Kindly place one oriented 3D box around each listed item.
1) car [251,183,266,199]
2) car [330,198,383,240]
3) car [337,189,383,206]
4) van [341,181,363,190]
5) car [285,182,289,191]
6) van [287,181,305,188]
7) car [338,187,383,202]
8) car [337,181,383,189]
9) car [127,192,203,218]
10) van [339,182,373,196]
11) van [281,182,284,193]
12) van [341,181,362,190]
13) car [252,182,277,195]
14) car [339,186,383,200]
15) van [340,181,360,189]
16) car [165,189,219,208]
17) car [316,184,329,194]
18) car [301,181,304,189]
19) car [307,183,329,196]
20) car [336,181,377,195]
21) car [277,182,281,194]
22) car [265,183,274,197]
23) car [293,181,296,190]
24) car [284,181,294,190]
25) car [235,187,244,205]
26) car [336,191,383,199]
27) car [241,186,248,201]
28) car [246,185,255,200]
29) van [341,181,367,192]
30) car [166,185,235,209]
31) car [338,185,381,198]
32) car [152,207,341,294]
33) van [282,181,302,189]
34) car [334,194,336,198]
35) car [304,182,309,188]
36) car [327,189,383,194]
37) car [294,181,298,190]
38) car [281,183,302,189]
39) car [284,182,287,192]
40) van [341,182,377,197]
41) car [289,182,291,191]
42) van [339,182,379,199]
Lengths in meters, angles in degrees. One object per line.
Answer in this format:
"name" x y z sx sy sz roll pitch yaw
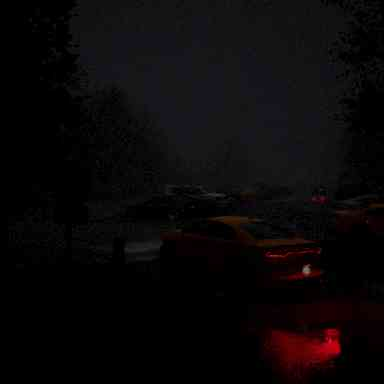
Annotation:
"car" 5.743 0.103 40.075 5.366 1.575 1.946 1 3 24
"car" 8.803 1.279 14.423 5.008 1.535 2.097 1 3 24
"car" 16.634 0.474 32.008 4.792 1.488 2.163 1 3 24
"van" 36.008 -1.476 75.016 4.442 1.987 1.878 1 2 24
"car" 13.752 -0.568 57.624 4.792 1.488 2.163 1 2 24
"van" 28.376 -2.000 90.570 4.442 1.987 1.878 1 1 24
"car" 18.995 0.237 37.152 4.792 1.488 2.163 1 3 24
"car" 15.556 0.314 29.445 5.566 2.045 2.435 1 3 24
"car" -2.084 0.983 22.176 4.792 1.488 2.163 1 3 24
"van" 24.453 -0.516 49.718 4.442 1.987 1.878 1 2 24
"van" 11.623 -0.629 52.488 4.442 1.987 1.878 1 2 24
"van" 37.086 -1.567 77.429 4.442 1.987 1.878 1 2 24
"car" 9.283 -0.335 47.462 4.553 1.767 2.185 1 3 24
"car" 20.071 0.134 39.560 4.792 1.488 2.163 1 3 24
"van" 38.057 -1.671 80.173 4.442 1.987 1.878 1 2 24
"car" -0.921 0.834 24.693 5.008 1.535 2.097 1 3 24
"car" 22.381 -0.568 56.911 1.882 1.535 5.008 1 2 24
"car" 22.826 -1.367 77.880 5.008 1.535 2.097 1 2 24
"car" 18.184 -0.197 47.516 2.128 1.511 4.902 1 2 24
"car" 25.663 -0.636 52.208 5.566 2.045 2.435 1 2 24
"car" 10.411 -0.279 50.000 4.792 1.488 2.163 1 2 24
"car" 7.163 0.000 42.344 5.366 1.575 1.946 1 3 24
"car" 17.180 -0.885 65.208 4.892 1.521 2.231 1 2 24
"car" 15.873 -0.796 62.753 5.366 1.575 1.946 1 2 24
"car" 1.506 0.593 29.684 5.366 1.575 1.946 1 3 24
"car" 9.965 1.034 16.931 4.553 1.767 2.185 1 3 24
"car" 2.474 0.474 32.290 4.892 1.521 2.231 1 3 24
"car" 3.430 0.347 34.900 5.366 1.575 1.946 1 3 24
"van" 31.492 -1.092 64.904 4.442 1.987 1.878 1 2 24
"car" 0.230 0.463 27.204 5.566 2.045 2.435 1 3 24
"car" 22.306 -0.096 44.621 5.008 1.535 2.097 1 2 24
"car" 0.941 1.359 8.600 1.882 1.535 5.008 2 -1 -32
"van" 24.988 -1.786 82.983 4.442 1.987 1.878 1 2 24
"car" 10.988 1.074 19.376 4.792 1.488 2.163 1 3 24
"car" 26.252 -1.906 85.456 5.566 2.045 2.435 1 2 24
"car" 13.104 0.798 24.491 5.366 1.575 1.946 1 3 24
"car" 18.300 -0.981 67.747 4.892 1.521 2.231 1 2 24
"car" 23.965 -1.423 80.411 4.674 1.452 2.002 1 2 24
"car" 12.621 -0.472 55.091 4.792 1.488 2.163 1 2 24
"van" 23.537 -0.416 47.095 4.442 1.987 1.878 1 2 24
"car" 14.884 -0.664 60.157 4.792 1.488 2.163 1 2 24
"van" 21.067 -0.224 42.117 4.442 1.987 1.878 1 3 24
